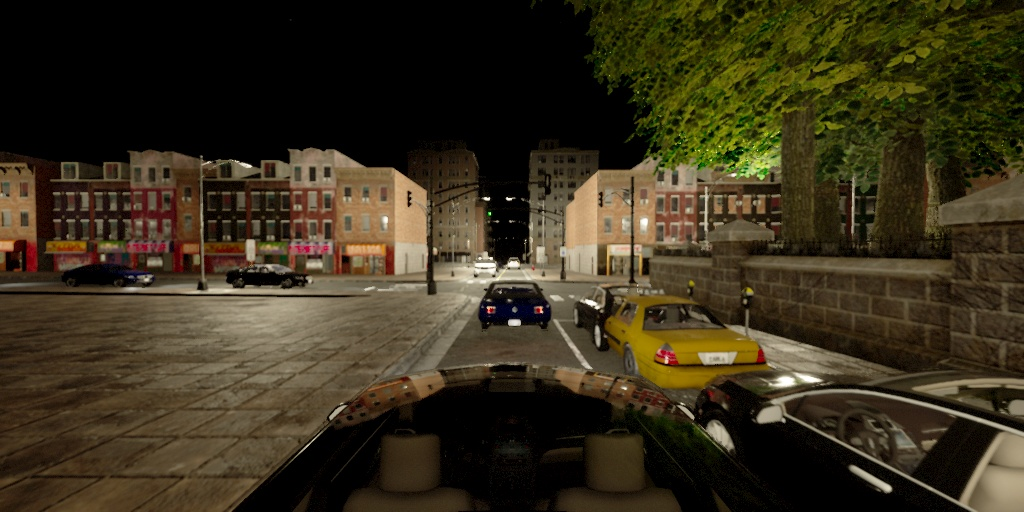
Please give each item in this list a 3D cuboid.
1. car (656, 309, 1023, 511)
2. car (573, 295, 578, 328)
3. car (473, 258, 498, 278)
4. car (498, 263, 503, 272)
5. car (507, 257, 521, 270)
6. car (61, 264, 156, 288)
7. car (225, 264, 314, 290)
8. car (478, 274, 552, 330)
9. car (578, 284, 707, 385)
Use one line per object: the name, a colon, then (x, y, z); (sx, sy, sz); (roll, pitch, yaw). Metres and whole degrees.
car: (2.637, 1.301, 1.801); (2.007, 1.370, 4.403); (0, 0, 0)
car: (2.652, 1.342, 8.936); (2.007, 1.370, 4.403); (0, 0, 0)
car: (-2.827, 1.199, 37.979); (2.150, 2.045, 5.566); (0, 0, -2)
car: (-2.711, 1.608, 49.700); (2.033, 1.411, 5.357); (0, 0, 0)
car: (0.326, 1.381, 63.411); (2.150, 2.045, 5.566); (0, 0, 0)
car: (-25.158, 1.207, 22.395); (4.674, 1.442, 1.812); (1, 1, 0)
car: (-15.052, 1.284, 22.384); (4.902, 1.511, 2.128); (1, 1, 0)
car: (0.043, 1.406, 11.267); (1.895, 1.301, 4.718); (0, 0, -1)
car: (2.680, 1.304, 6.962); (1.751, 1.417, 4.829); (0, 0, 0)
